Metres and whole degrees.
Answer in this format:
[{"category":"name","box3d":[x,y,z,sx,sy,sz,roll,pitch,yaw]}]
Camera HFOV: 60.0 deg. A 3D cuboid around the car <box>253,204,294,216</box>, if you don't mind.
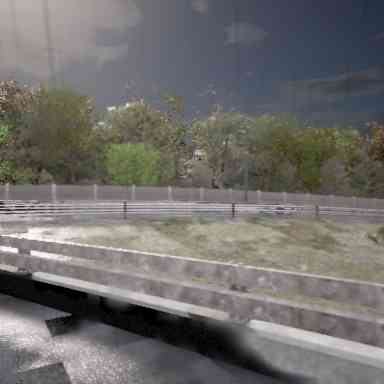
[{"category":"car","box3d":[9.928,2.124,40.431,5.357,1.411,2.033,3,-1,-22]}]
